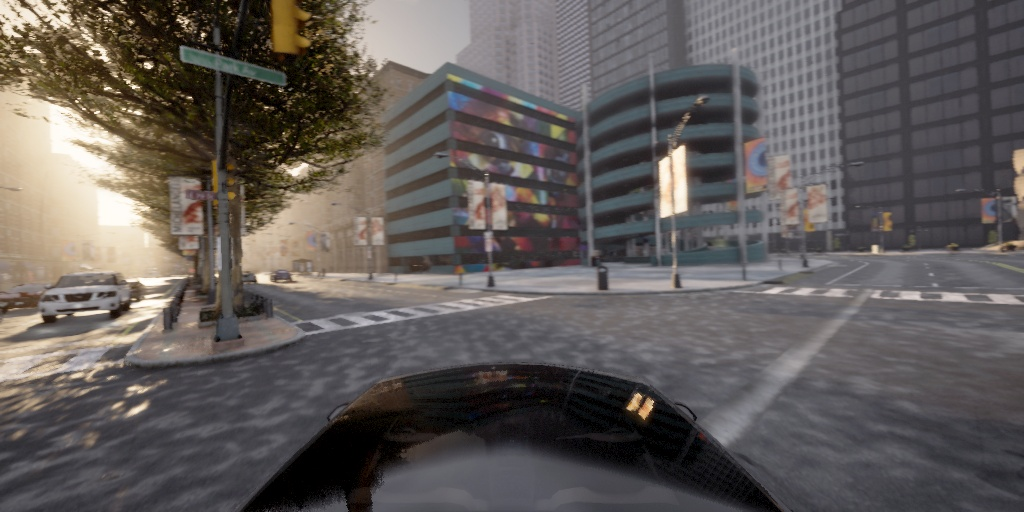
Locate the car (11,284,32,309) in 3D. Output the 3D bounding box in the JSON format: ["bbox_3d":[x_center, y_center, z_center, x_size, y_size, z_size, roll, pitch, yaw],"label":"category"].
[{"bbox_3d":[-28.118,2.351,21.140,1.882,1.535,5.008,-2,0,-41],"label":"car"}]

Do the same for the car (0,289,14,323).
[{"bbox_3d":[-21.380,2.202,13.526,1.895,1.301,4.718,-2,0,-42],"label":"car"}]

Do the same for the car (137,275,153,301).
[{"bbox_3d":[-26.072,2.288,24.112,2.128,1.511,4.902,-2,0,-41],"label":"car"}]

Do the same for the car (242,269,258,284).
[{"bbox_3d":[-31.461,2.592,42.368,1.994,1.385,4.181,-2,0,-41],"label":"car"}]

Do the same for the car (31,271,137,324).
[{"bbox_3d":[-19.498,1.752,16.659,2.150,2.045,5.566,-2,0,-42],"label":"car"}]

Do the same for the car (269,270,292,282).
[{"bbox_3d":[-28.686,2.446,44.505,1.812,1.442,4.674,-2,0,-41],"label":"car"}]
